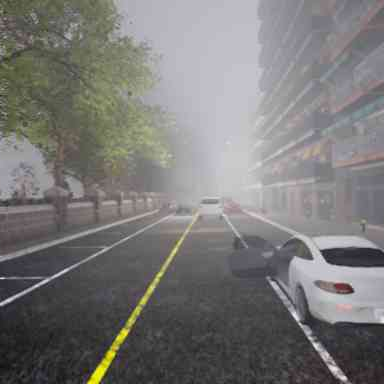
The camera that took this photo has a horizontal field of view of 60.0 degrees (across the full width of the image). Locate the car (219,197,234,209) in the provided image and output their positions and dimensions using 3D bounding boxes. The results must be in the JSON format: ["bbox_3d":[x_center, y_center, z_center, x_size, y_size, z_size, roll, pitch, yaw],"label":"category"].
[{"bbox_3d":[5.655,1.779,55.136,2.192,1.841,5.009,-1,-1,3],"label":"car"}]

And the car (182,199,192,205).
[{"bbox_3d":[-1.237,2.444,83.681,2.008,1.369,4.403,-1,-1,3],"label":"car"}]

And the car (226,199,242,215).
[{"bbox_3d":[4.778,1.845,38.267,1.887,1.381,4.507,-1,-1,3],"label":"car"}]

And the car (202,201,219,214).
[{"bbox_3d":[2.370,1.943,43.409,2.033,1.411,5.357,-1,-1,3],"label":"car"}]

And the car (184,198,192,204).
[{"bbox_3d":[-0.953,2.477,89.134,1.752,1.417,4.829,-1,-1,3],"label":"car"}]

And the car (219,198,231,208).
[{"bbox_3d":[5.952,1.959,60.757,1.967,1.590,4.097,-1,-1,3],"label":"car"}]

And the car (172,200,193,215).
[{"bbox_3d":[-0.882,2.015,39.871,1.895,1.301,4.718,-1,-1,3],"label":"car"}]

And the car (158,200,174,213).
[{"bbox_3d":[-3.298,1.942,44.327,1.967,1.590,4.097,-1,-1,3],"label":"car"}]

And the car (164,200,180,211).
[{"bbox_3d":[-3.004,1.997,49.947,1.967,1.590,4.097,-1,-1,3],"label":"car"}]

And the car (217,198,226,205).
[{"bbox_3d":[6.834,2.128,77.624,1.967,1.590,4.097,-1,-1,3],"label":"car"}]

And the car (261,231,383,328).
[{"bbox_3d":[2.803,1.546,6.938,1.812,1.442,4.674,-1,-1,3],"label":"car"}]

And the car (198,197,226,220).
[{"bbox_3d":[1.760,1.501,31.136,2.150,2.045,5.566,-1,0,4],"label":"car"}]
